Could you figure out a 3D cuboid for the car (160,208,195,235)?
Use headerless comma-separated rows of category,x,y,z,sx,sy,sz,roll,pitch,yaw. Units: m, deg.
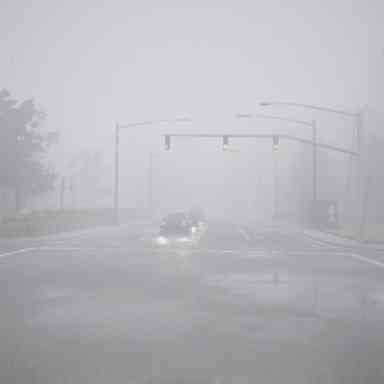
car,-1.196,2.403,26.472,2.097,1.767,4.553,0,-2,5

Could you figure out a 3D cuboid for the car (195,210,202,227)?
car,-0.367,3.018,36.369,1.994,1.385,4.181,0,-2,5

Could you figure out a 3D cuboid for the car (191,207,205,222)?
car,0.629,3.153,48.055,2.150,2.045,5.566,0,-3,5
